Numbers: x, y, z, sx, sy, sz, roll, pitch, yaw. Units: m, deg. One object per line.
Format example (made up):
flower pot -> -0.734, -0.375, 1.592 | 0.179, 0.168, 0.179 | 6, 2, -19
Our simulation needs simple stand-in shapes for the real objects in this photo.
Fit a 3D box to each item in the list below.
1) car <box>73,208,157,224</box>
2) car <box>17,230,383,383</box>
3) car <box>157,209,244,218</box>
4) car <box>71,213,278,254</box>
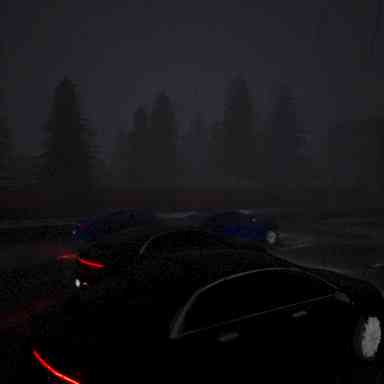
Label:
car -> -2.676, 1.448, 14.680 | 5.008, 1.535, 1.882 | -1, 0, -35
car -> 0.580, 1.493, 4.159 | 4.892, 1.490, 1.837 | -1, 0, -35
car -> 1.359, 1.437, 13.311 | 5.008, 1.535, 1.882 | -1, 0, -35
car -> -0.253, 1.487, 7.863 | 4.892, 1.490, 1.837 | -1, 0, -35
